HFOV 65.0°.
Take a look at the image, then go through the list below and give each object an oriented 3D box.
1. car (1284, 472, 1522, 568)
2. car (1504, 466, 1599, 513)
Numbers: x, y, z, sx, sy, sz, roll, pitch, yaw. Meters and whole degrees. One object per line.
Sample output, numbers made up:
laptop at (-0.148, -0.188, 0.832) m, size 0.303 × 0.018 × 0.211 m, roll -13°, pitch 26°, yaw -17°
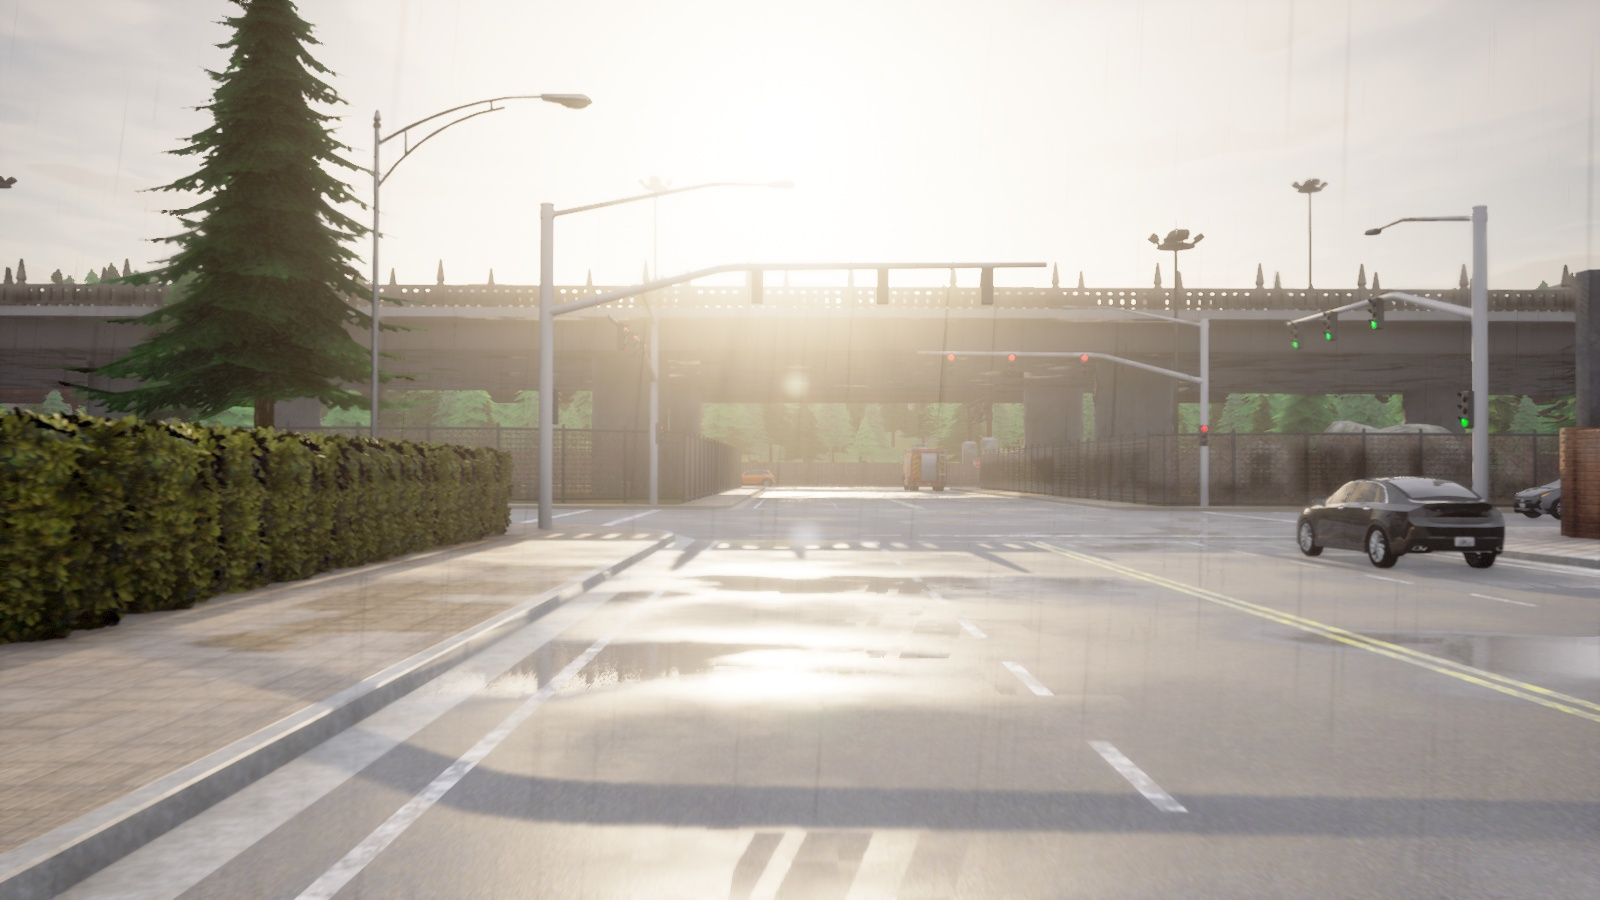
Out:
car at (10.447, 1.150, 22.247) m, size 1.837 × 1.490 × 4.892 m, roll 0°, pitch -1°, yaw 0°
car at (26.431, 1.305, 42.101) m, size 4.514 × 1.525 × 2.007 m, roll 0°, pitch -1°, yaw 0°
